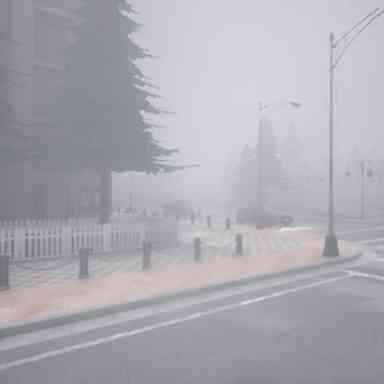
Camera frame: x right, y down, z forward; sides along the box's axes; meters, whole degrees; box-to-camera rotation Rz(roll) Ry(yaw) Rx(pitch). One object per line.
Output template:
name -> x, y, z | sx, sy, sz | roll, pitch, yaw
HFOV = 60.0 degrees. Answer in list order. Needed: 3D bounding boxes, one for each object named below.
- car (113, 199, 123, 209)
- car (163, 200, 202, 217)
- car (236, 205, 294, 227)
car -> -11.167, 1.610, 46.358 | 1.994, 1.385, 4.181 | 0, 0, -34
car -> -0.990, 1.533, 31.708 | 2.128, 1.511, 4.902 | 0, 0, -35
car -> 4.985, 1.607, 23.140 | 1.994, 1.385, 4.181 | 0, 0, -35
